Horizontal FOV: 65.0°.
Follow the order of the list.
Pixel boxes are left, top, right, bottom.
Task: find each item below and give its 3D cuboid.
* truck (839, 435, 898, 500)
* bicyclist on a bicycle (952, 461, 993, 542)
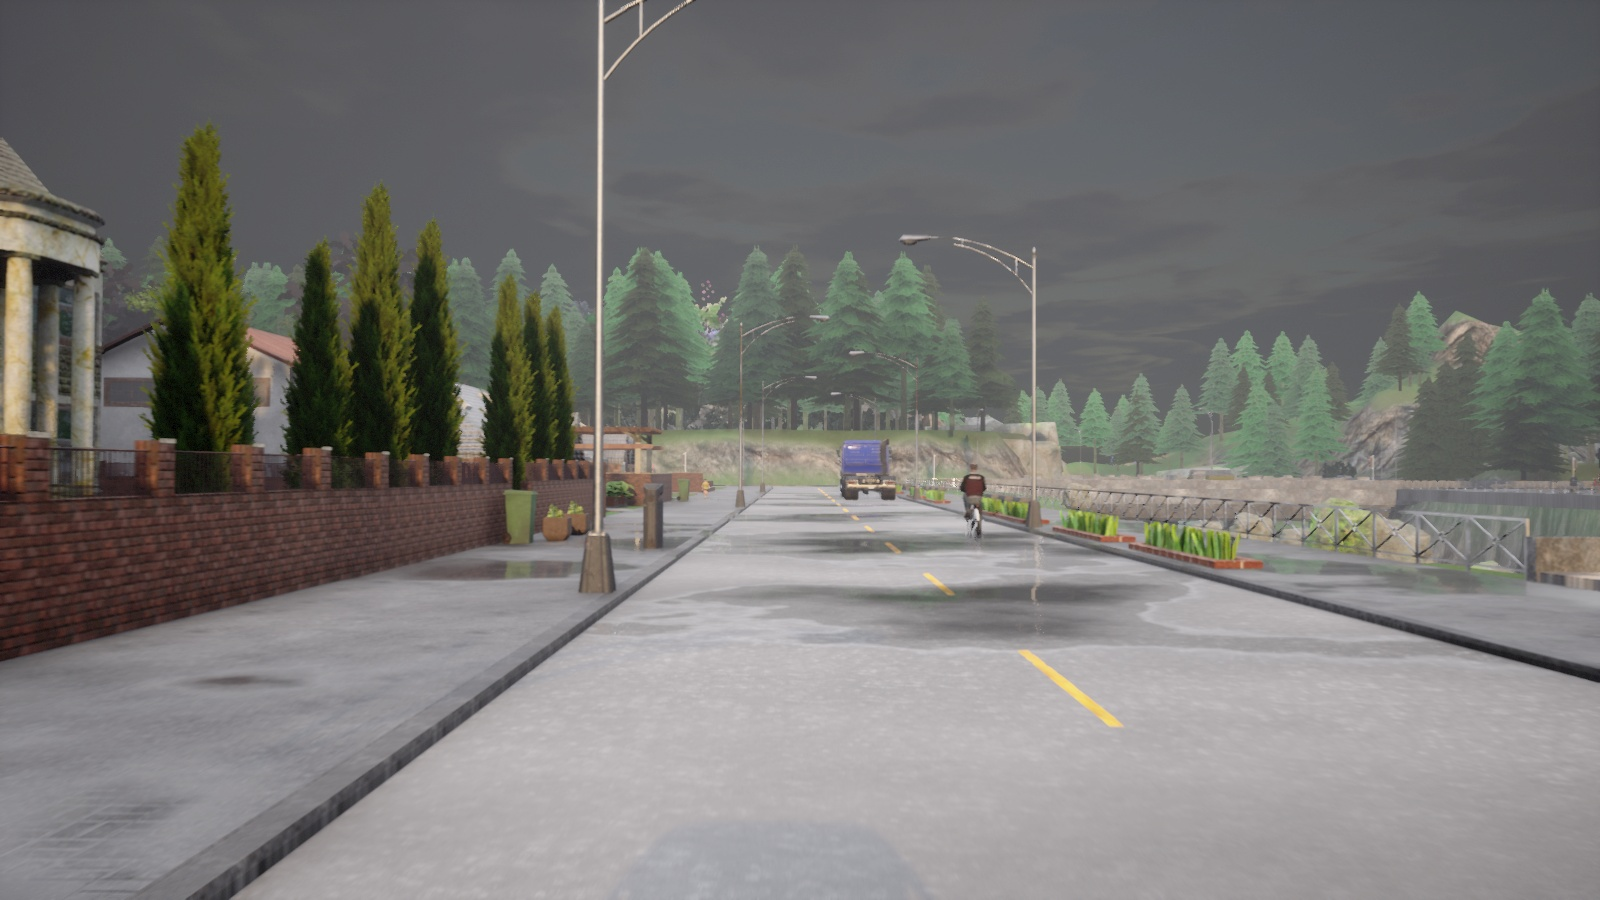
[{"bbox_3d":[3.828,1.018,71.695,2.891,3.462,7.936,0,-1,0],"label":"truck"},{"bbox_3d":[3.932,1.150,28.728,0.659,1.776,1.843,0,-1,0],"label":"bicyclist on a bicycle"}]
